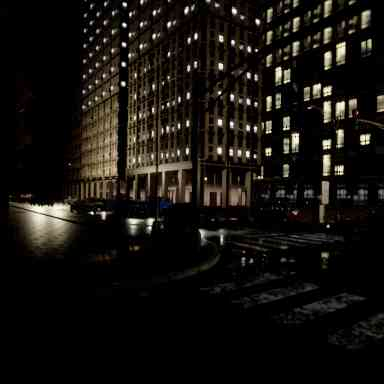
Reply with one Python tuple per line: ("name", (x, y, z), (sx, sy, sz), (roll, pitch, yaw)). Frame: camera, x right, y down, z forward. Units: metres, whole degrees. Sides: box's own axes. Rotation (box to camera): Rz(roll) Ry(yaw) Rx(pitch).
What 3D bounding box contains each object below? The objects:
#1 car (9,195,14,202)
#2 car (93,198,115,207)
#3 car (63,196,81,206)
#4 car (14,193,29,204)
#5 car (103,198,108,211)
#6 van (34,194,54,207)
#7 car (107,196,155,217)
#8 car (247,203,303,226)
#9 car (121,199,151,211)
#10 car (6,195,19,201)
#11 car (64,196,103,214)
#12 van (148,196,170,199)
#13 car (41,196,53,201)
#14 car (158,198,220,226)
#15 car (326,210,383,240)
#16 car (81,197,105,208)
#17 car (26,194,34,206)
("car", (-36.897, 1.396, 69.834), (1.947, 1.339, 4.313), (1, -1, -35))
("car", (-13.744, 1.586, 51.619), (1.947, 1.339, 4.313), (1, -1, -35))
("car", (-20.366, 1.485, 56.322), (1.812, 1.442, 4.674), (1, -1, -35))
("car", (-30.367, 1.154, 60.615), (2.192, 1.841, 5.009), (1, -1, -35))
("car", (-11.764, 1.467, 38.821), (2.033, 1.411, 5.357), (1, -1, -35))
("van", (-20.579, 1.197, 46.782), (1.690, 1.788, 3.998), (1, -1, -35))
("car", (-5.618, 1.411, 30.116), (1.882, 1.535, 5.008), (1, -1, -35))
("car", (5.836, 1.504, 23.955), (1.967, 1.590, 4.097), (1, -1, -35))
("car", (-7.217, 1.584, 42.397), (2.008, 1.369, 4.403), (1, -1, -35))
("car", (-40.159, 1.377, 74.445), (2.008, 1.369, 4.403), (1, -1, -35))
("car", (-10.795, 1.426, 32.947), (2.008, 1.369, 4.403), (1, -1, -35))
("van", (-3.951, 1.381, 37.789), (1.690, 1.788, 3.998), (1, -1, -35))
("car", (-36.584, 1.569, 83.895), (1.802, 1.307, 4.206), (1, -1, -35))
("car", (-0.170, 1.425, 22.413), (1.882, 1.535, 5.008), (1, -1, -36))
("car", (9.281, 1.561, 15.876), (5.357, 1.411, 2.033), (0, 0, 24))
("car", (-14.376, 1.476, 47.950), (1.837, 1.490, 4.892), (1, -1, -35))
("car", (-23.846, 1.432, 51.390), (1.802, 1.307, 4.206), (1, -1, -35))
